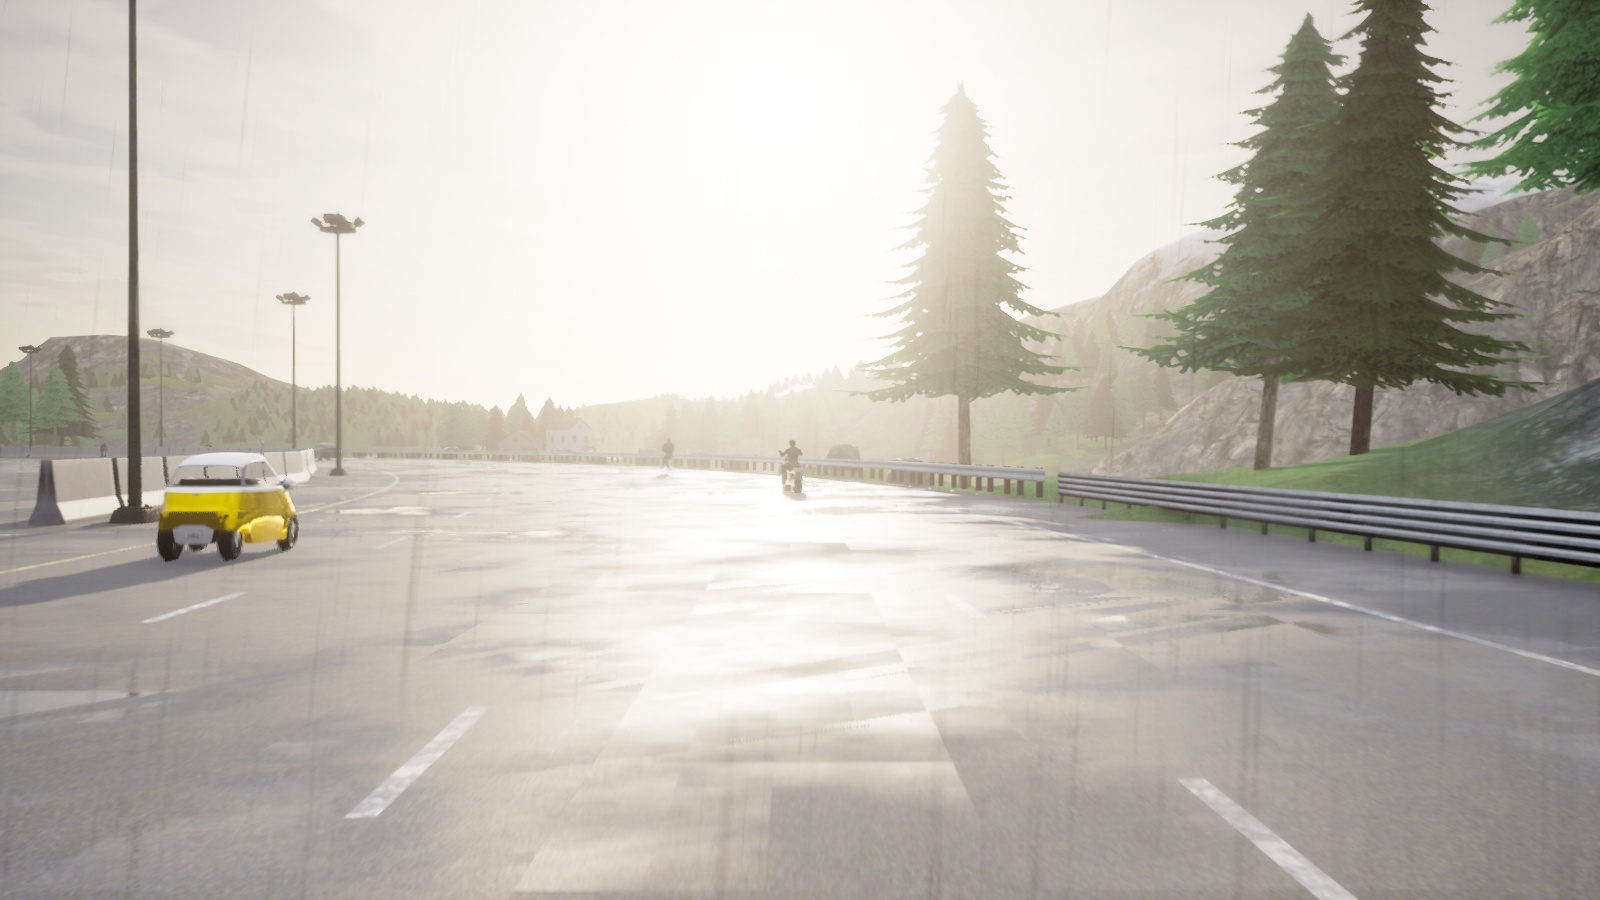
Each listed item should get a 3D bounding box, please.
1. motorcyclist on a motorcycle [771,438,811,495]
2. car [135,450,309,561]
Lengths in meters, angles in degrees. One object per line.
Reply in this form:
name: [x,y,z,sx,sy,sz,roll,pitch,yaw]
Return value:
motorcyclist on a motorcycle: [-0.291,0.482,38.046,0.766,1.649,2.350,0,0,-12]
car: [-7.709,0.700,16.931,1.481,1.376,2.207,0,1,-5]
